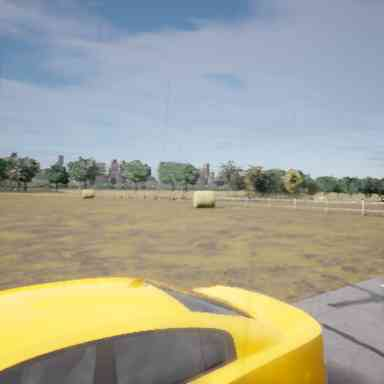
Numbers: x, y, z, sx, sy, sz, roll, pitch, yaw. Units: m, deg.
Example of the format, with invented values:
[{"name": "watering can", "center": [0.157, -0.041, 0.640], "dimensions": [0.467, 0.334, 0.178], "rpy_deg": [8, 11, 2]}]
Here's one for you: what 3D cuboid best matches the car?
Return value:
[{"name": "car", "center": [-1.136, 1.477, 2.254], "dimensions": [5.008, 1.535, 1.882], "rpy_deg": [0, 0, -35]}]
